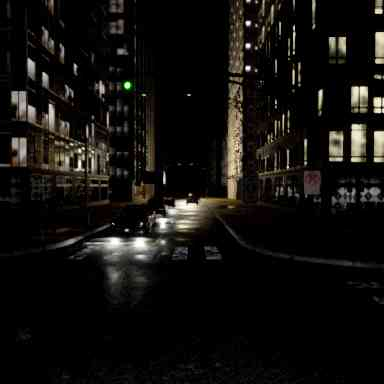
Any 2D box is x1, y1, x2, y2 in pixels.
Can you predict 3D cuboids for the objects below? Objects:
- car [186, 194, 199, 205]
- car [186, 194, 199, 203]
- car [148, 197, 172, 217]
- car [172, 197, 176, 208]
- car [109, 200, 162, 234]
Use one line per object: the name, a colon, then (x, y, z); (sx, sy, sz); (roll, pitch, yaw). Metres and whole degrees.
car: (0.047, 1.195, 49.328); (2.033, 1.411, 5.357); (0, 0, 0)
car: (0.057, 1.075, 59.744); (2.128, 1.511, 4.902); (0, 0, 0)
car: (-3.066, 1.280, 28.592); (1.837, 1.490, 4.892); (0, 1, 0)
car: (-3.048, 1.292, 41.428); (1.895, 1.301, 4.718); (0, 0, 0)
car: (-3.080, 1.393, 18.364); (2.033, 1.411, 5.357); (0, 0, 0)
